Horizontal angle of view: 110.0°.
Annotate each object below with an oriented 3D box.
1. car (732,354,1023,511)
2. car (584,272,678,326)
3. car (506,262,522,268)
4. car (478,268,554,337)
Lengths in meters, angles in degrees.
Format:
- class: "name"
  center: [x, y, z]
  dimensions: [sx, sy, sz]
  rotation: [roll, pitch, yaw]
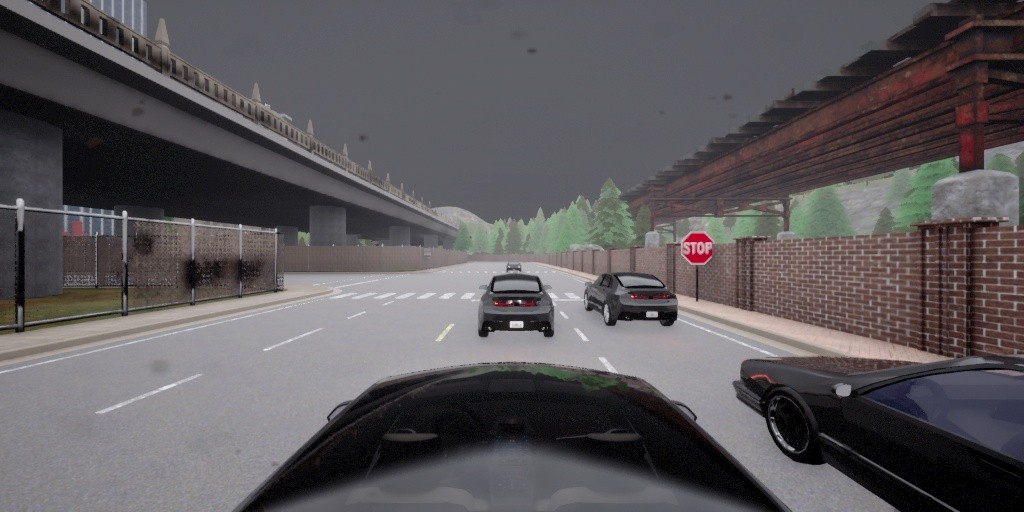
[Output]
- class: "car"
  center: [3.600, 1.297, 1.883]
  dimensions: [2.033, 1.411, 5.357]
  rotation: [0, 0, 0]
- class: "car"
  center: [3.607, 1.255, 11.629]
  dimensions: [1.837, 1.490, 4.892]
  rotation: [0, 0, 0]
- class: "car"
  center: [0.227, 1.351, 45.478]
  dimensions: [1.895, 1.301, 4.718]
  rotation: [0, 0, -1]
- class: "car"
  center: [0.104, 1.255, 10.273]
  dimensions: [1.837, 1.490, 4.892]
  rotation: [0, 0, 0]
